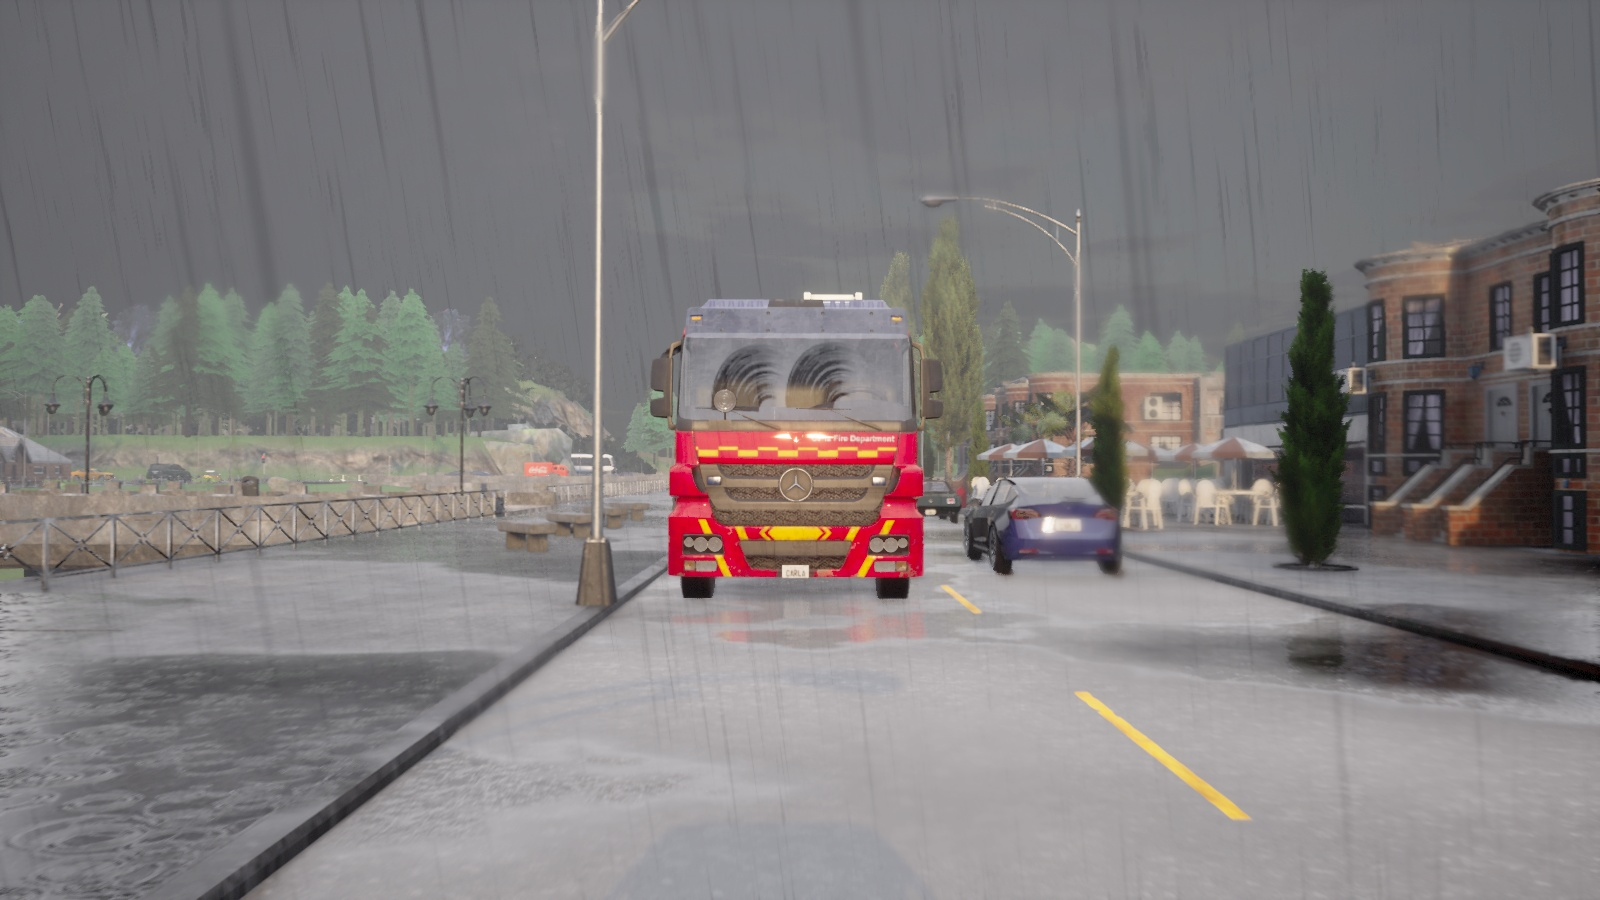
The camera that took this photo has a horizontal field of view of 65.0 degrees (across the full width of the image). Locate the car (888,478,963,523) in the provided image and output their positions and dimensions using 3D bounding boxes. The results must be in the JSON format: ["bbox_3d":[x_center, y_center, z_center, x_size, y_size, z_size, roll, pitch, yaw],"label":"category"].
[{"bbox_3d":[3.897,1.565,39.753,1.895,1.301,4.718,0,-1,0],"label":"car"}]

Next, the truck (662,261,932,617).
[{"bbox_3d":[-0.051,-0.053,17.753,2.891,3.827,8.468,0,-1,0],"label":"truck"}]

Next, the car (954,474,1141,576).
[{"bbox_3d":[3.945,1.149,20.931,2.163,1.488,4.792,0,-1,0],"label":"car"}]
